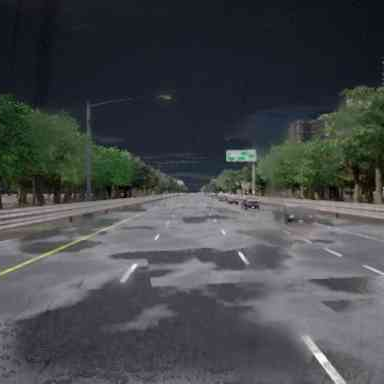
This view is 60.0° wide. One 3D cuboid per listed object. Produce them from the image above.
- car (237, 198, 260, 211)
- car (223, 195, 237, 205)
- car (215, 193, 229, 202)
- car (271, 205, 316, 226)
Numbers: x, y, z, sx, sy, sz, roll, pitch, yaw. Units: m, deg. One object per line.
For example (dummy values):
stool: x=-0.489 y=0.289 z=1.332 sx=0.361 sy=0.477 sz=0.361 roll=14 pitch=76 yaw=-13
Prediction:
car: x=7.086 y=1.512 z=40.768 sx=1.837 sy=1.490 sz=4.892 roll=0 pitch=0 yaw=0
car: x=7.184 y=1.596 z=59.225 sx=1.895 sy=1.301 sz=4.718 roll=0 pitch=0 yaw=0
car: x=7.309 y=1.501 z=78.194 sx=2.128 sy=1.511 sz=4.902 roll=0 pitch=0 yaw=0
car: x=7.027 y=1.607 z=23.637 sx=1.895 sy=1.301 sz=4.718 roll=0 pitch=0 yaw=0
